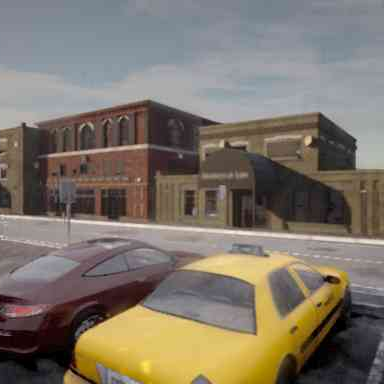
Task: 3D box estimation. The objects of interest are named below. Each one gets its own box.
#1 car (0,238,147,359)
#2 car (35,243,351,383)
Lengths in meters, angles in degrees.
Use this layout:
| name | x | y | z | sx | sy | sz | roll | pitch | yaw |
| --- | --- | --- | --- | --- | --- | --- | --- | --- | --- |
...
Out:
| name | x | y | z | sx | sy | sz | roll | pitch | yaw |
| --- | --- | --- | --- | --- | --- | --- | --- | --- | --- |
| car | -1.348 | 1.567 | 6.090 | 2.002 | 1.452 | 4.674 | -1 | 0 | 36 |
| car | 0.919 | 1.497 | 4.720 | 1.946 | 1.575 | 5.366 | -1 | 0 | 35 |
